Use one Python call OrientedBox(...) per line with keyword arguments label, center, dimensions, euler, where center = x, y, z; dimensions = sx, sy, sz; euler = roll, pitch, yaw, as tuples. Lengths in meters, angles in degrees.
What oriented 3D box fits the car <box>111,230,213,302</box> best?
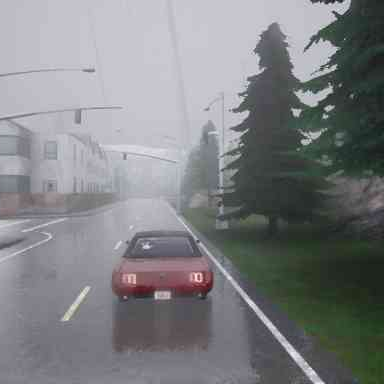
OrientedBox(label="car", center=(-0.719, 1.601, 8.291), dimensions=(1.895, 1.301, 4.718), euler=(0, 0, -5))
